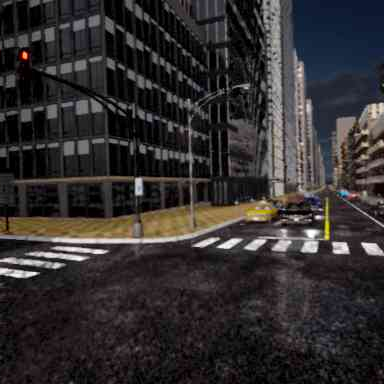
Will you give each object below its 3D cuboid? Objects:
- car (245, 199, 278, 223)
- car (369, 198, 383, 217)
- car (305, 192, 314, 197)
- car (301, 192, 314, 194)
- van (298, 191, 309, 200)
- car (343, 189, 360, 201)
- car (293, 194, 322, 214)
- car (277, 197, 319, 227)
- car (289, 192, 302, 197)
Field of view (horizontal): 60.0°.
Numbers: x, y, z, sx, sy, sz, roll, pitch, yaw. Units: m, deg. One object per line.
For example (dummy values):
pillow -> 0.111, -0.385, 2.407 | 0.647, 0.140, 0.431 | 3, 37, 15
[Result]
car -> 4.952, 1.351, 23.462 | 1.752, 1.417, 4.829 | -2, 0, 22
car -> 14.906, 1.145, 25.704 | 2.008, 1.369, 4.403 | -2, 0, 22
car -> 30.548, 0.636, 86.484 | 2.008, 1.369, 4.403 | -2, 0, 22
car -> 14.447, 1.116, 39.759 | 2.033, 1.411, 5.357 | -1, 0, 22
van -> 22.030, 0.672, 65.530 | 1.690, 1.788, 3.998 | -2, 0, 22
car -> 27.668, 0.664, 57.137 | 1.967, 1.590, 4.097 | -2, 0, 22
car -> 10.493, 1.208, 30.156 | 1.812, 1.442, 4.674 | -1, 0, 22
car -> 6.823, 1.294, 21.127 | 1.837, 1.490, 4.892 | -1, 0, 22
car -> 13.527, 1.122, 44.574 | 1.887, 1.381, 4.507 | -2, 0, 22
